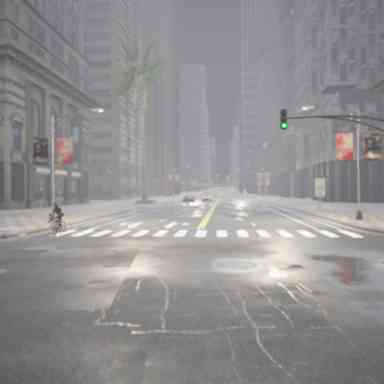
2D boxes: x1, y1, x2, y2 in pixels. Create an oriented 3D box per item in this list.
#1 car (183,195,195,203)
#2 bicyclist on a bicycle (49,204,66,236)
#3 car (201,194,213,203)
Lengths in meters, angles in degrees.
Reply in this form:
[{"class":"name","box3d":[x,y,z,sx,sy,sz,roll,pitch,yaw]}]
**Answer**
[{"class":"car","box3d":[-0.494,1.189,59.806,1.994,1.385,4.181,-1,0,6]},{"class":"bicyclist on a bicycle","box3d":[-6.898,1.416,17.110,0.582,1.620,1.656,-1,1,6]},{"class":"car","box3d":[2.739,1.072,59.491,1.882,1.535,5.008,-1,0,6]}]
